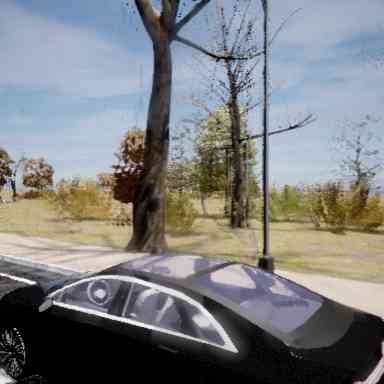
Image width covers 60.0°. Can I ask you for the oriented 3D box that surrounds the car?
[{"bbox_3d":[-0.447,1.510,3.881,4.902,1.511,2.128,0,0,35],"label":"car"}]
